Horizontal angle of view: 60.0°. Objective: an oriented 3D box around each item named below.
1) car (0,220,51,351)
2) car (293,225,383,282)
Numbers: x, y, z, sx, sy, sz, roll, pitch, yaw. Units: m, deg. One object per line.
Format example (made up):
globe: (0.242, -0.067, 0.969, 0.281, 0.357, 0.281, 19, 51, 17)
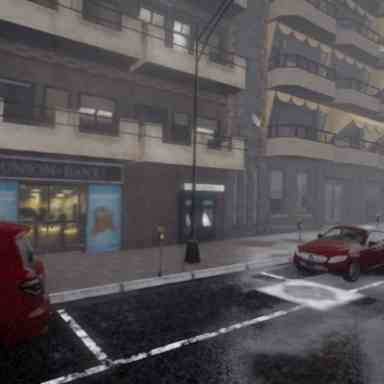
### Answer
car: (-4.183, 1.301, 3.551, 5.009, 1.841, 2.192, 1, 1, -35)
car: (4.843, 1.673, 9.997, 4.206, 1.307, 1.802, 1, 1, -35)
